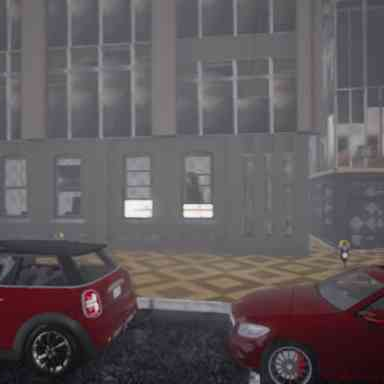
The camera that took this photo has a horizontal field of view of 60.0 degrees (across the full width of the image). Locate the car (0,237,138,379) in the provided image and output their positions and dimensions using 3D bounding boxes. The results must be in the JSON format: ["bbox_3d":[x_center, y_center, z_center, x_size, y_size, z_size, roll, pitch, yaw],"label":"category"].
[{"bbox_3d":[-3.016,1.456,5.086,4.097,1.590,1.967,1,-1,8],"label":"car"}]

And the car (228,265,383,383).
[{"bbox_3d":[2.583,1.655,4.334,4.206,1.307,1.802,1,-1,8],"label":"car"}]
